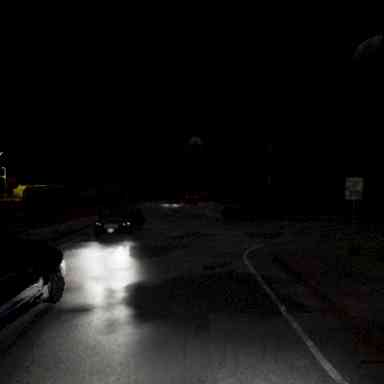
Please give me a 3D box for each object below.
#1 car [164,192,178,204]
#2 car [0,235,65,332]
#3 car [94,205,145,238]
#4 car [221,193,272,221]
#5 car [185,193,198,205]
[{"bbox_3d":[-3.597,1.036,58.574,2.150,2.045,5.566,0,0,0],"label":"car"},{"bbox_3d":[-3.608,1.509,5.425,1.812,1.442,4.674,0,0,0],"label":"car"},{"bbox_3d":[-3.613,1.431,17.263,2.128,1.511,4.902,0,0,0],"label":"car"},{"bbox_3d":[4.123,1.086,25.207,1.905,1.878,3.866,-8,4,-42],"label":"car"},{"bbox_3d":[-0.090,1.320,53.974,1.882,1.535,5.008,0,0,0],"label":"car"}]
